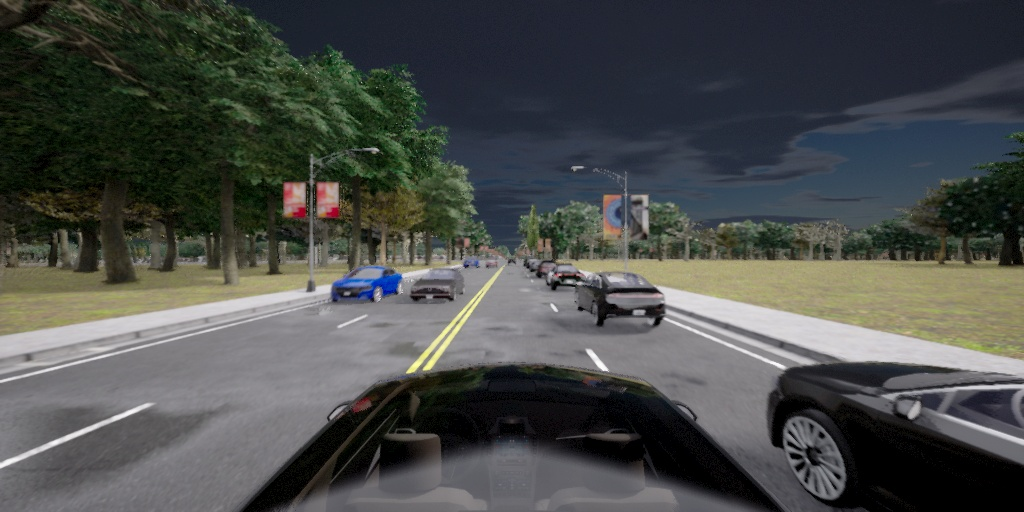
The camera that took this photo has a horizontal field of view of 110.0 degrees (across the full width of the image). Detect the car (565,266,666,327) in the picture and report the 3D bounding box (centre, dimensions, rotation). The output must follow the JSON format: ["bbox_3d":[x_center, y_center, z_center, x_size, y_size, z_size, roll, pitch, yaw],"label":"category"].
[{"bbox_3d":[3.247,1.242,11.600,2.128,1.511,4.902,0,0,0],"label":"car"}]

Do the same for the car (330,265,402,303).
[{"bbox_3d":[-6.603,1.227,16.846,1.882,1.535,5.008,0,0,0],"label":"car"}]

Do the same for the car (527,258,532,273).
[{"bbox_3d":[3.238,1.315,44.600,1.994,1.385,4.181,0,0,0],"label":"car"}]

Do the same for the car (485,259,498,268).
[{"bbox_3d":[-3.313,1.280,58.907,1.812,1.442,4.674,0,0,1],"label":"car"}]

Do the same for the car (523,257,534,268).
[{"bbox_3d":[3.235,1.257,55.630,2.163,1.488,4.792,0,0,0],"label":"car"}]

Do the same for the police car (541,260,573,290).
[{"bbox_3d":[3.245,1.256,22.600,2.038,1.542,4.974,0,0,0],"label":"police car"}]

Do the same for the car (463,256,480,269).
[{"bbox_3d":[-6.560,0.975,58.842,2.150,2.045,5.566,0,0,1],"label":"car"}]

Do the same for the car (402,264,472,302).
[{"bbox_3d":[-3.354,1.297,17.232,2.033,1.411,5.357,0,0,0],"label":"car"}]

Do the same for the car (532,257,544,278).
[{"bbox_3d":[3.241,1.181,33.600,2.033,1.649,4.856,0,0,0],"label":"car"}]

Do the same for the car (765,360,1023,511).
[{"bbox_3d":[3.349,1.242,1.467,2.128,1.511,4.902,0,0,0],"label":"car"}]
